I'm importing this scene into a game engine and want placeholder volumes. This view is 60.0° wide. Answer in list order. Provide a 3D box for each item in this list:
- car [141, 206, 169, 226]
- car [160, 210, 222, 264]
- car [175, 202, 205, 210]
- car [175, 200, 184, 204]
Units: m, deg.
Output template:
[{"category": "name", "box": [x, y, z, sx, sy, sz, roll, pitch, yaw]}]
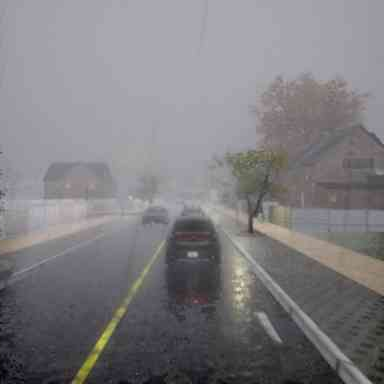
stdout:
[{"category": "car", "box": [-2.769, 1.832, 26.366, 2.033, 1.411, 5.357, 0, -1, 0]}, {"category": "car", "box": [0.050, 1.636, 12.381, 1.837, 1.490, 4.892, 0, 0, 0]}, {"category": "car", "box": [0.039, 1.771, 26.114, 2.128, 1.511, 4.902, 0, -1, 1]}, {"category": "car", "box": [-2.738, 2.489, 76.995, 1.994, 1.385, 4.181, 0, -1, 0]}]
